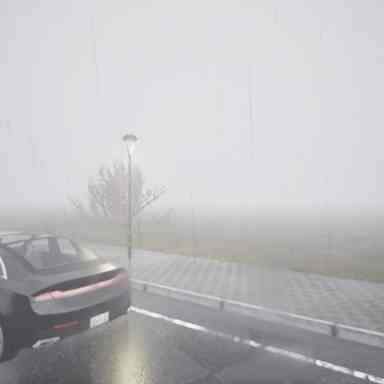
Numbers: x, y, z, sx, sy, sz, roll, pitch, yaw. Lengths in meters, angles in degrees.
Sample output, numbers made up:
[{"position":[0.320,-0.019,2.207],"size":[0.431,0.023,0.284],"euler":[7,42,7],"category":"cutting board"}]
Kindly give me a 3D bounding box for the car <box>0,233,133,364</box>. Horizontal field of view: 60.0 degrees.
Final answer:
[{"position":[-3.196,1.491,5.873],"size":[4.902,1.511,2.128],"euler":[0,0,36],"category":"car"}]
